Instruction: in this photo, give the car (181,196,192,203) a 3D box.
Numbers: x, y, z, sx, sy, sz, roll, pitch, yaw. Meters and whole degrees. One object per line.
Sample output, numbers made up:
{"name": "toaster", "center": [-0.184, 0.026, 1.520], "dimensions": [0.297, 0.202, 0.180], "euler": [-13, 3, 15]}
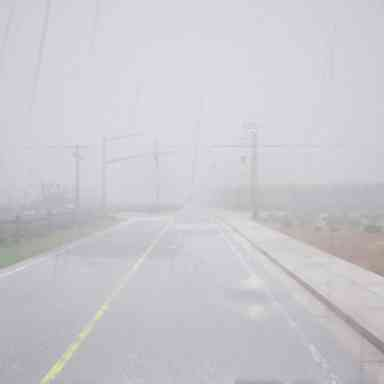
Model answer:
{"name": "car", "center": [-1.328, 1.913, 77.303], "dimensions": [2.150, 2.045, 5.566], "euler": [0, -1, -3]}
